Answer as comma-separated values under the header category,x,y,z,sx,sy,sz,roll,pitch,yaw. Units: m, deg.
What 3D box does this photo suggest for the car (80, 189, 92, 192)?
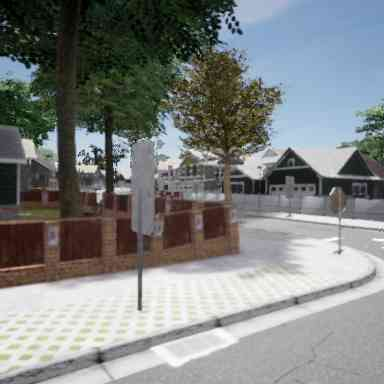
category,x,y,z,sx,sy,sz,roll,pitch,yaw
car,-15.482,0.324,48.735,2.097,1.767,4.553,0,1,-30
